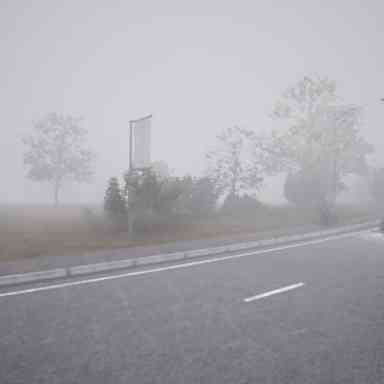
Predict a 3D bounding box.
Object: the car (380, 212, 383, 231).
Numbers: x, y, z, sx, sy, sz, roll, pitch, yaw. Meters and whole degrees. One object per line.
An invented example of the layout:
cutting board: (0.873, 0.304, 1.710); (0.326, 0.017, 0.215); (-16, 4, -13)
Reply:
car: (12.713, 1.530, 19.682); (4.892, 1.490, 1.837); (0, 0, -45)
